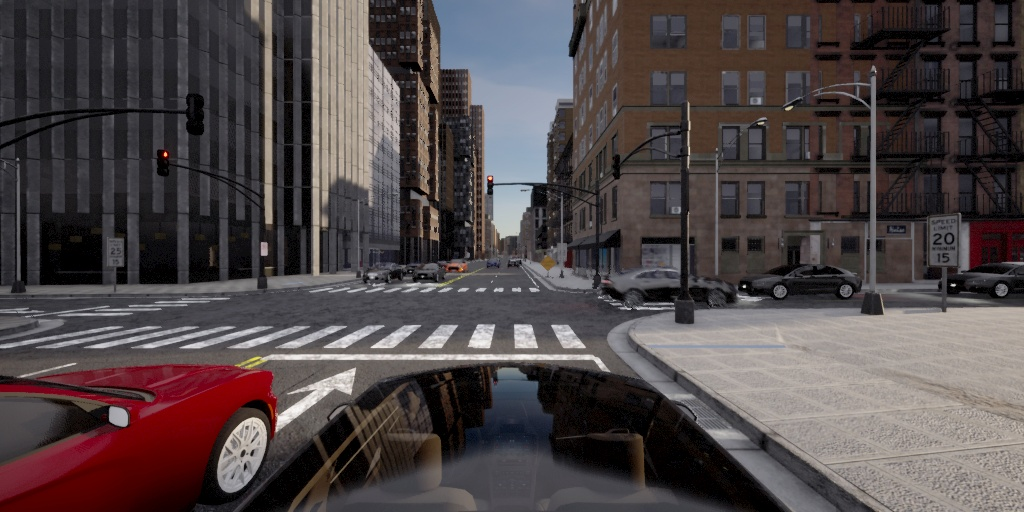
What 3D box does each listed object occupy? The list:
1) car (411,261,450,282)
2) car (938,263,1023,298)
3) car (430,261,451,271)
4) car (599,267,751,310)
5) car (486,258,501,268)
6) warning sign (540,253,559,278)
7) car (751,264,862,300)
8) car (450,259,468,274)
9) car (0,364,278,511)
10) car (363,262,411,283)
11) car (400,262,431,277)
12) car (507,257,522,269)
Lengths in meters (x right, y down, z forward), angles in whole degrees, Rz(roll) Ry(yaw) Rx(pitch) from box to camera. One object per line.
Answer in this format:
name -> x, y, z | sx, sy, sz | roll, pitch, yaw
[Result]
car -> -6.537, 1.257, 28.656 | 1.837, 1.490, 4.892 | 0, 0, 0
car -> 22.304, 1.048, 16.149 | 4.892, 1.490, 1.837 | 0, 0, 0
car -> -9.726, 1.361, 49.158 | 1.895, 1.301, 4.718 | 0, 0, 0
car -> 5.849, 1.165, 13.705 | 4.902, 1.511, 2.128 | 0, 0, 4
car -> -3.054, 1.119, 59.451 | 2.097, 1.767, 4.553 | 0, 0, 1
warning sign -> 2.915, 0.868, 29.098 | 1.300, 1.860, 1.060 | 0, 0, 0
car -> 12.907, 1.116, 16.232 | 4.892, 1.490, 1.837 | 0, 0, -1
car -> -6.499, 1.109, 42.221 | 2.097, 1.767, 4.553 | 0, 0, 0
car -> -3.154, 1.228, 1.379 | 1.882, 1.535, 5.008 | 0, 0, 0
car -> -9.800, 1.244, 27.655 | 2.128, 1.511, 4.902 | 0, 0, 1
car -> -9.758, 1.320, 36.568 | 1.994, 1.385, 4.181 | 0, 0, 1
car -> 0.189, 1.271, 58.703 | 1.837, 1.490, 4.892 | 0, 0, 0
